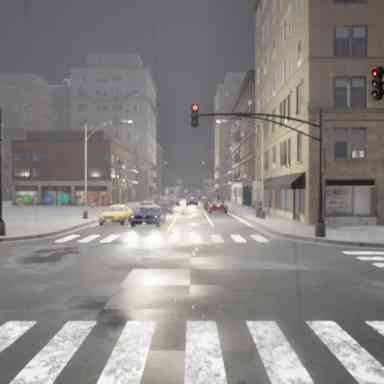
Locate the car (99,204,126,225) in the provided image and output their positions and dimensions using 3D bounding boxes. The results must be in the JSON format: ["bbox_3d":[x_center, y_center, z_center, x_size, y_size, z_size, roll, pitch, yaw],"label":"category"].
[{"bbox_3d":[-5.385,1.525,23.866,1.752,1.417,4.829,0,0,0],"label":"car"}]

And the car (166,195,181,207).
[{"bbox_3d":[-2.809,1.526,50.965,1.812,1.442,4.674,0,0,0],"label":"car"}]

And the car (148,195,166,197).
[{"bbox_3d":[-5.382,1.315,46.684,2.192,1.841,5.009,0,0,0],"label":"car"}]

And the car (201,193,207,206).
[{"bbox_3d":[2.642,1.315,41.020,2.192,1.841,5.009,0,0,0],"label":"car"}]

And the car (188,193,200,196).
[{"bbox_3d":[0.007,1.223,64.152,2.150,2.045,5.566,0,0,0],"label":"car"}]

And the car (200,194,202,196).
[{"bbox_3d":[2.645,1.552,69.330,2.008,1.369,4.403,0,0,0],"label":"car"}]

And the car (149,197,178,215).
[{"bbox_3d":[-2.848,1.547,34.211,2.033,1.411,5.357,0,0,0],"label":"car"}]

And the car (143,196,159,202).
[{"bbox_3d":[-5.383,1.551,41.021,2.008,1.369,4.403,0,0,0],"label":"car"}]

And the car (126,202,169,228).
[{"bbox_3d":[-2.880,1.600,22.556,1.895,1.301,4.718,0,0,1],"label":"car"}]

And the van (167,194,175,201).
[{"bbox_3d":[-5.378,1.345,86.317,1.690,1.788,3.998,0,0,0],"label":"van"}]

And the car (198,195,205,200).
[{"bbox_3d":[2.648,1.571,91.977,1.947,1.339,4.313,0,0,0],"label":"car"}]

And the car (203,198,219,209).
[{"bbox_3d":[2.643,1.566,46.682,1.947,1.339,4.313,0,0,0],"label":"car"}]

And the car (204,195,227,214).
[{"bbox_3d":[2.642,1.440,35.358,1.967,1.590,4.097,0,0,0],"label":"car"}]

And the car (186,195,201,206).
[{"bbox_3d":[0.006,1.602,53.850,1.895,1.301,4.718,0,0,0],"label":"car"}]
